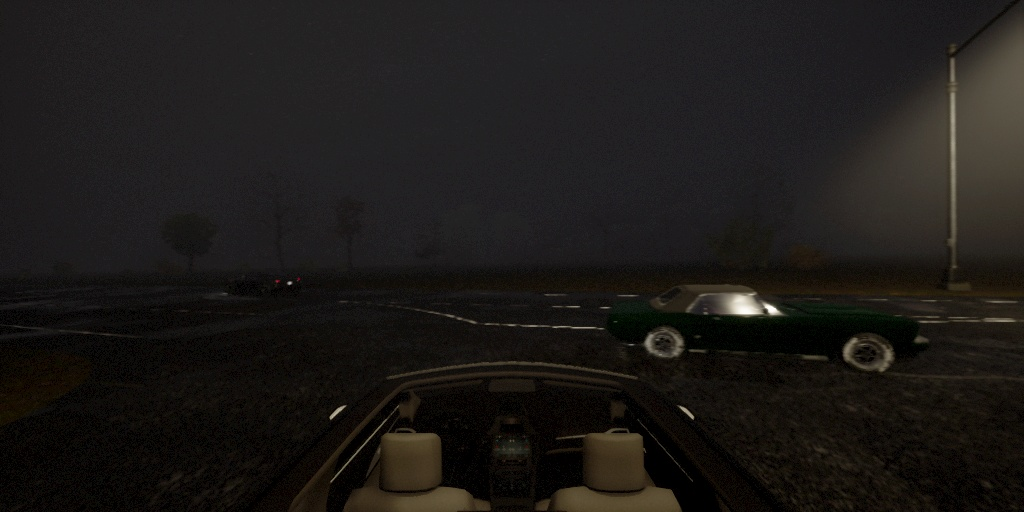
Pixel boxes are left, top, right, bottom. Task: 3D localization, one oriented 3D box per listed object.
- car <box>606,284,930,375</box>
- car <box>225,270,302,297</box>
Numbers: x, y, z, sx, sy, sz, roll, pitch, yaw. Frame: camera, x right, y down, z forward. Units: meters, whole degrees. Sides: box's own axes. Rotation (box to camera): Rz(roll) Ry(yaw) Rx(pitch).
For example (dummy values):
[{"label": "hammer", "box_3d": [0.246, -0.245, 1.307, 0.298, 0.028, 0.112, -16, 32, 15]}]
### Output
[{"label": "car", "box_3d": [4.276, 1.212, 6.828, 4.718, 1.301, 1.895, -1, 1, 19]}, {"label": "car", "box_3d": [-14.148, 1.500, 20.432, 4.181, 1.385, 1.994, -1, 1, 19]}]
